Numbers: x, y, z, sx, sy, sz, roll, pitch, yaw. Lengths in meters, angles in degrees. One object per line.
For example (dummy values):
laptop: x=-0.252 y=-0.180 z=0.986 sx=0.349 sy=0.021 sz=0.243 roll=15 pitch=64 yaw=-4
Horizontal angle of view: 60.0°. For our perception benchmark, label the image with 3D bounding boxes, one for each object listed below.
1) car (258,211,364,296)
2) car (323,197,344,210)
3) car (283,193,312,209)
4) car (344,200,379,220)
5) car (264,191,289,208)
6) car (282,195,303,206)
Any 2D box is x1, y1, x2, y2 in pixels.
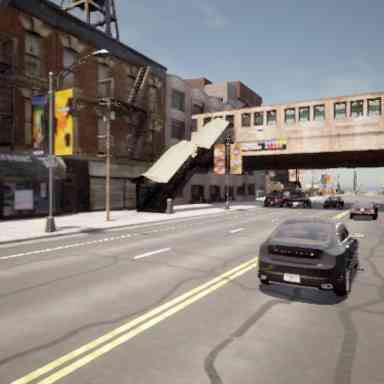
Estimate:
car: x=3.204 y=1.430 z=8.657 sx=1.837 sy=1.490 sz=4.892 roll=1 pitch=1 yaw=30
car: x=16.392 y=1.246 z=38.213 sx=2.033 sy=1.411 sz=5.357 roll=1 pitch=1 yaw=31
car: x=12.680 y=1.160 z=38.813 sx=2.128 sy=1.511 sz=4.902 roll=1 pitch=1 yaw=31
car: x=13.762 y=1.352 z=26.545 sx=2.033 sy=1.411 sz=5.357 roll=1 pitch=1 yaw=31
car: x=10.777 y=0.856 z=41.433 sx=2.435 sy=2.045 sz=5.566 roll=1 pitch=1 yaw=30
car: x=14.503 y=1.179 z=47.825 sx=1.895 sy=1.301 sz=4.718 roll=1 pitch=1 yaw=30
